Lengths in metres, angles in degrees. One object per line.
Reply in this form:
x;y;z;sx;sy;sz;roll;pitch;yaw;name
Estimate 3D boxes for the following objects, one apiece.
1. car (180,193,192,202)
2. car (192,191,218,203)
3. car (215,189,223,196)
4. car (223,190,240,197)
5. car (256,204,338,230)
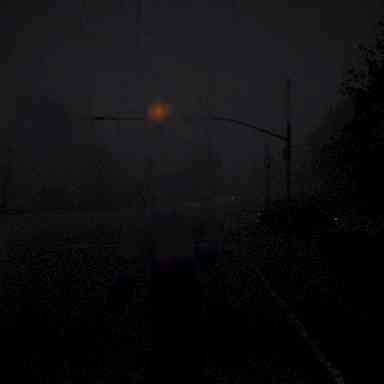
-0.656;1.003;61.081;2.128;1.511;4.902;0;3;23;car
2.354;1.085;59.226;2.033;1.411;5.357;0;2;23;car
6.122;0.162;75.119;1.837;1.490;4.892;0;4;28;car
9.090;0.225;73.256;1.994;1.385;4.181;0;4;28;car
6.472;1.536;20.670;4.892;1.490;1.837;0;0;3;car
